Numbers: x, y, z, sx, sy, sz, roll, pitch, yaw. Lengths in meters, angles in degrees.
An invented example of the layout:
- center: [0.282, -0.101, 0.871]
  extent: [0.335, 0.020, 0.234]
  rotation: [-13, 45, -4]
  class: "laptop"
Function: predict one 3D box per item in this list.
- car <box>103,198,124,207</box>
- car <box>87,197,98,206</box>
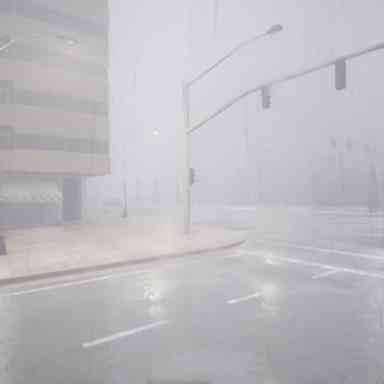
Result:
- center: [-12.905, 1.661, 54.287]
  extent: [2.128, 1.511, 4.902]
  rotation: [-1, 0, -38]
  class: "car"
- center: [-19.372, 1.706, 62.390]
  extent: [1.882, 1.535, 5.008]
  rotation: [-1, 0, -38]
  class: "car"
